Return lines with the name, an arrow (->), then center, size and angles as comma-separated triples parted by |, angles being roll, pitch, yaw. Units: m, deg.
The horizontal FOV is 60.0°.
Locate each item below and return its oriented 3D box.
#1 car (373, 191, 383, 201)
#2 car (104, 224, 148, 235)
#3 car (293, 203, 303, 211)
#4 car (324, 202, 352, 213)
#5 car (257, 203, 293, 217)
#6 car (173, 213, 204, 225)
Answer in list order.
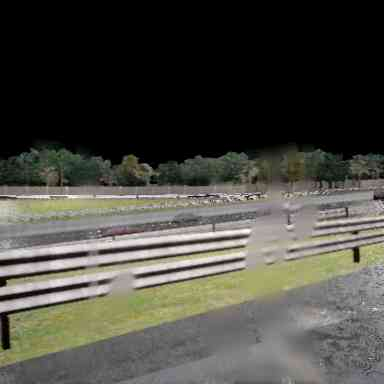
car -> 38.995, 0.711, 67.177 | 5.566, 2.045, 2.150 | -4, 2, -28
car -> -6.826, 4.091, 34.393 | 4.674, 1.442, 1.812 | -4, 2, -28
car -> 16.144, 2.467, 54.799 | 4.674, 1.442, 1.812 | -4, 2, -28
car -> 22.123, 2.306, 50.076 | 4.892, 1.490, 1.837 | -4, 2, -28
car -> 11.681, 2.847, 48.400 | 4.902, 1.511, 2.128 | -4, 2, -28
car -> -0.521, 3.559, 45.771 | 4.181, 1.385, 1.994 | -4, 2, -28
